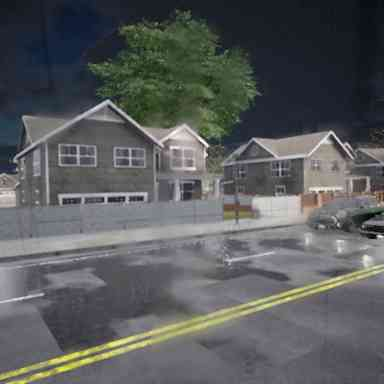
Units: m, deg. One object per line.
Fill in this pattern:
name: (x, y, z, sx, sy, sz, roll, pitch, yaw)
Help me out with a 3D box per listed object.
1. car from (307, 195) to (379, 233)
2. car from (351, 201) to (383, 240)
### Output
car: (7.912, 0.990, 16.863, 4.553, 1.767, 2.097, -2, 1, -34)
car: (9.148, 1.204, 13.776, 5.357, 1.411, 2.033, -1, 1, -34)
